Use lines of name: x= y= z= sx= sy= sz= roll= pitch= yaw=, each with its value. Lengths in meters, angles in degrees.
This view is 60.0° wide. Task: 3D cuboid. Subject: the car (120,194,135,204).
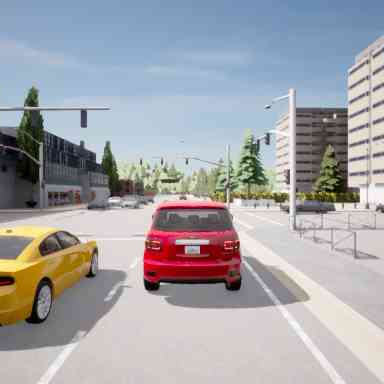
car: x=-12.251 y=1.351 z=63.580 sx=2.097 sy=1.767 sz=4.553 roll=0 pitch=0 yaw=-1

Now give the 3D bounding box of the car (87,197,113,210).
car: x=-11.653 y=1.563 z=41.477 sx=1.994 sy=1.385 sz=4.181 roll=0 pitch=0 yaw=-2

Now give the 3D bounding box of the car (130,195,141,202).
car: x=-12.491 y=1.500 z=73.890 sx=1.837 sy=1.490 sz=4.892 roll=0 pitch=0 yaw=-2

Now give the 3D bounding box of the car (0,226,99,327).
car: x=-3.480 y=1.478 z=7.167 sx=1.882 sy=1.535 sz=5.008 roll=0 pitch=0 yaw=0

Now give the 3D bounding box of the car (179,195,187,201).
car: x=-2.357 y=1.524 z=87.236 sx=1.812 sy=1.442 sz=4.674 roll=0 pitch=0 yaw=-2

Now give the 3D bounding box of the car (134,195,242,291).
car: x=0.014 y=1.221 z=9.156 sx=2.150 sy=2.045 sz=5.566 roll=0 pitch=0 yaw=0

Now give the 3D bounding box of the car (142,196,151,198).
car: x=-8.580 y=1.507 z=56.259 sx=1.837 sy=1.490 sz=4.892 roll=0 pitch=-1 yaw=-1

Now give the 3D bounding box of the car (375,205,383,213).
car: x=22.311 y=1.547 z=34.938 sx=5.357 sy=1.411 sz=2.033 roll=0 pitch=0 yaw=-2

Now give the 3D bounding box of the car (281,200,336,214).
car: x=12.075 y=1.547 z=34.627 sx=5.357 sy=1.411 sz=2.033 roll=0 pitch=0 yaw=-2

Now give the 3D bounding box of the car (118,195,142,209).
car: x=-8.255 y=1.526 z=44.455 sx=1.812 sy=1.442 sz=4.674 roll=0 pitch=0 yaw=-2

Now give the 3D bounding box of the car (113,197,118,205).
car: x=-11.983 y=1.525 z=52.250 sx=1.812 sy=1.442 sz=4.674 roll=0 pitch=0 yaw=-1
